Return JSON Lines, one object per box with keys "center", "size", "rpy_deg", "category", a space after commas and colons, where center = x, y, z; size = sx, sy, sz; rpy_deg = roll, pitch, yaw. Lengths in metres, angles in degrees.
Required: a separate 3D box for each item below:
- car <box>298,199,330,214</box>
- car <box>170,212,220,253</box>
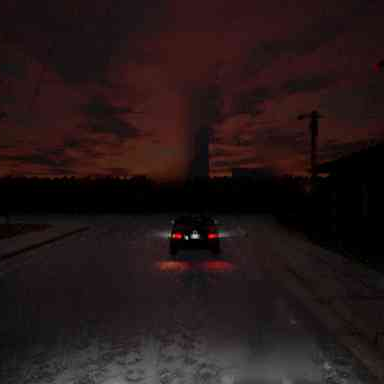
{"center": [10.741, 1.360, 26.310], "size": [4.553, 1.767, 2.097], "rpy_deg": [0, 0, -4], "category": "car"}
{"center": [0.102, 1.538, 13.651], "size": [2.033, 1.411, 5.357], "rpy_deg": [0, 0, 0], "category": "car"}
